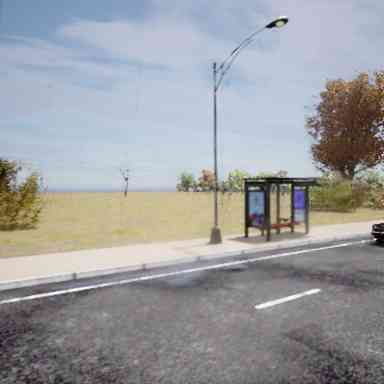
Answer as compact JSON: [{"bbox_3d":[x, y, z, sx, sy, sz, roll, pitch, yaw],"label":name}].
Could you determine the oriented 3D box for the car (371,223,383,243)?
[{"bbox_3d":[9.960,1.600,14.790,4.718,1.301,1.895,0,0,-36],"label":"car"}]
